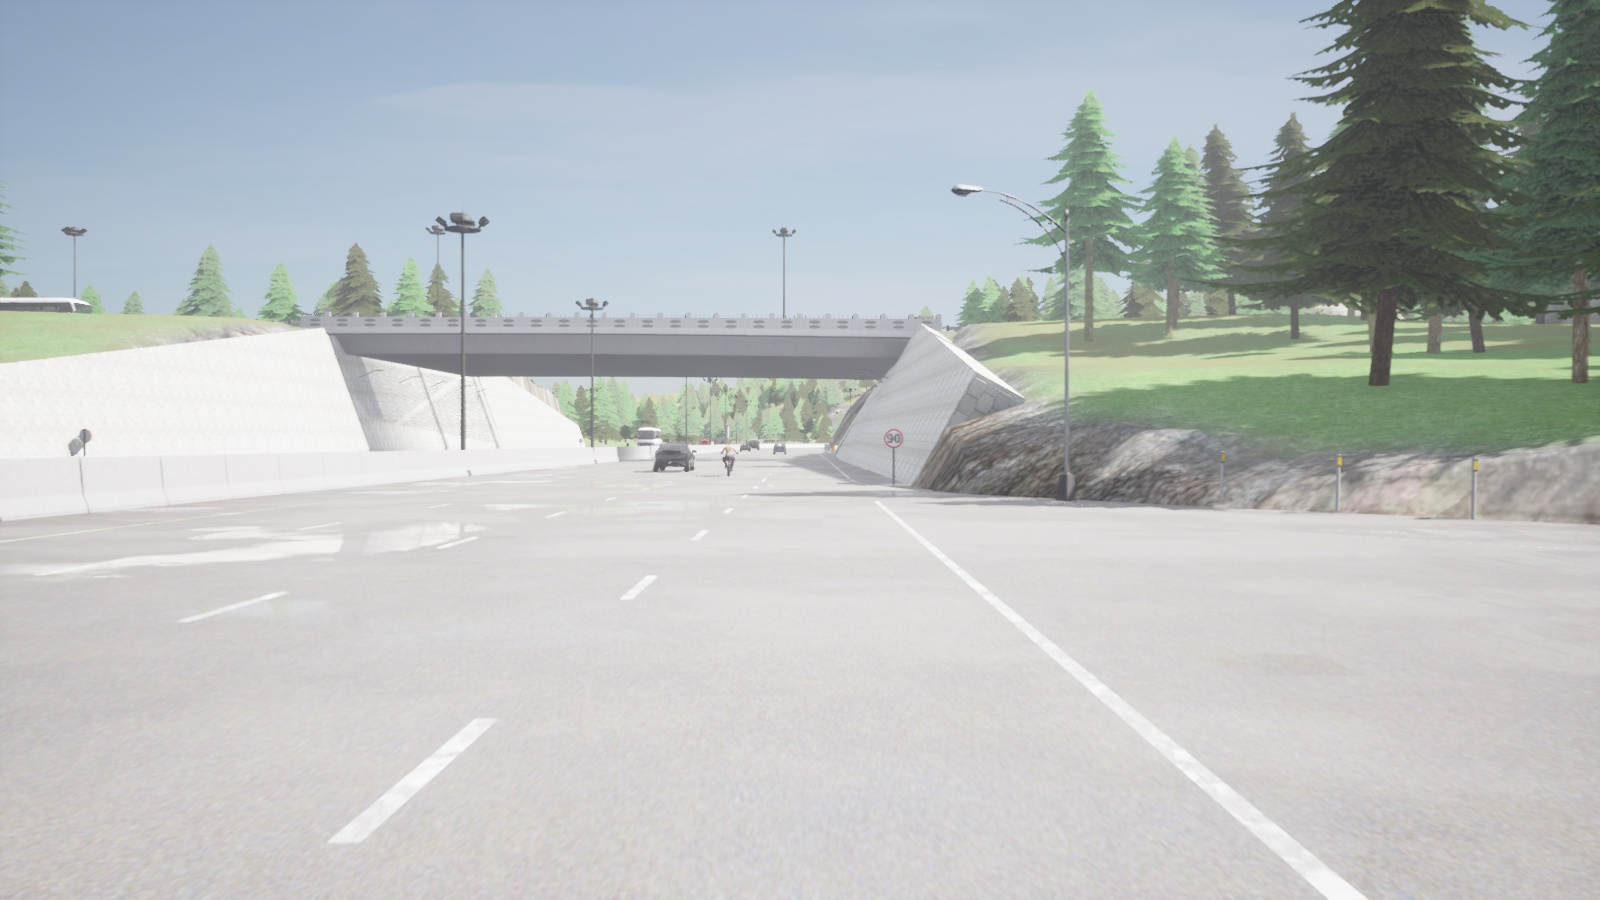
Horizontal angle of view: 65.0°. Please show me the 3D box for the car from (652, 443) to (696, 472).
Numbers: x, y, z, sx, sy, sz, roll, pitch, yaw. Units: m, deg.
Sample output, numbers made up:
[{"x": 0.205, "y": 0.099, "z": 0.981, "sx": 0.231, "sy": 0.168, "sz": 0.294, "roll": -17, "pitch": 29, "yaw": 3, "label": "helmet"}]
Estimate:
[{"x": -6.608, "y": 0.372, "z": 66.276, "sx": 1.837, "sy": 1.490, "sz": 4.892, "roll": 0, "pitch": 0, "yaw": 0, "label": "car"}]
